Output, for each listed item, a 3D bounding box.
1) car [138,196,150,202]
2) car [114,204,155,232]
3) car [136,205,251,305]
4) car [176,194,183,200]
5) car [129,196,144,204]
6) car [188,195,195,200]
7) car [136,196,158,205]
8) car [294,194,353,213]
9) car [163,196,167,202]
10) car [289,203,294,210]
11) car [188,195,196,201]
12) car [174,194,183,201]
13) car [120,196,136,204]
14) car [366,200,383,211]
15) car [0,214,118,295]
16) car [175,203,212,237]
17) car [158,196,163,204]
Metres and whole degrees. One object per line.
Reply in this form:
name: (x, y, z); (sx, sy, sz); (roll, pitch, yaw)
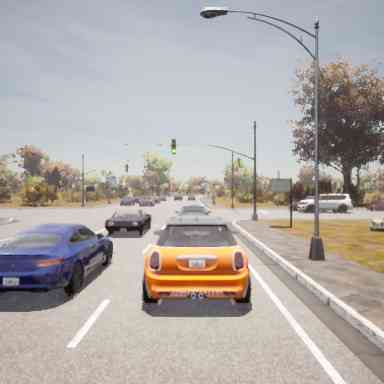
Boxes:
car: (-10.590, 1.552, 73.783); (1.994, 1.385, 4.181); (0, 0, 0)
car: (-3.423, 1.601, 18.779); (1.895, 1.301, 4.718); (0, 0, 0)
car: (0.091, 1.351, 8.272); (2.097, 1.767, 4.553); (0, 0, 0)
car: (-3.571, 1.374, 95.005); (1.812, 1.442, 4.674); (0, 0, 1)
car: (-10.607, 1.564, 64.036); (1.994, 1.385, 4.181); (0, 0, 2)
car: (-0.073, 1.595, 94.768); (1.895, 1.301, 4.718); (0, 0, 1)
car: (-7.135, 1.352, 52.894); (2.097, 1.767, 4.553); (0, 0, -1)
car: (14.422, 1.221, 36.103); (5.566, 2.045, 2.150); (0, 0, 3)
car: (-7.096, 1.552, 78.650); (1.994, 1.385, 4.181); (0, 0, 0)
car: (14.037, 1.504, 39.631); (4.892, 1.490, 1.837); (0, 0, 3)
car: (-0.099, 1.552, 84.730); (1.994, 1.385, 4.181); (0, 0, 0)
car: (-3.599, 1.492, 84.597); (1.837, 1.490, 4.892); (0, 0, 0)
car: (-10.654, 1.505, 55.155); (1.837, 1.490, 4.892); (0, 0, 0)
car: (22.927, 1.555, 39.159); (4.181, 1.385, 1.994); (0, 0, 3)
car: (-3.410, 1.526, 8.596); (1.812, 1.442, 4.674); (0, 0, 0)
car: (0.076, 1.507, 19.291); (1.837, 1.490, 4.892); (0, 1, 0)
car: (-7.138, 1.601, 62.254); (1.895, 1.301, 4.718); (0, 0, 0)
